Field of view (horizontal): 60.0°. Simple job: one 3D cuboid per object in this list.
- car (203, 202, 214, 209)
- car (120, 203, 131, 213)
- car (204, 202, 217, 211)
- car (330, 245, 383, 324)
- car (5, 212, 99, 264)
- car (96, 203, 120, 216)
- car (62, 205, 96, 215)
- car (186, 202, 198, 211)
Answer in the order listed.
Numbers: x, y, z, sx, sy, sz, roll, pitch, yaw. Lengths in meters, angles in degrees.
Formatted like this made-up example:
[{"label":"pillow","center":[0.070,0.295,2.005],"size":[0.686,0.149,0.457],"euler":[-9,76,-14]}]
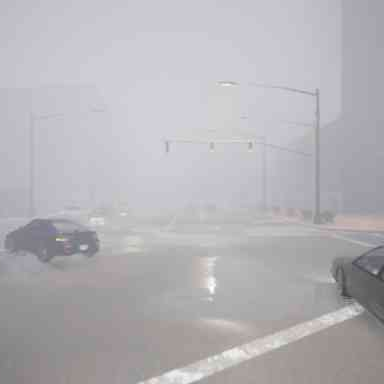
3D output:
[{"label":"car","center":[3.498,2.892,70.224],"size":[2.033,1.411,5.357],"euler":[0,-1,0]},{"label":"car","center":[-10.524,2.333,50.040],"size":[1.882,1.535,5.008],"euler":[0,-1,0]},{"label":"car","center":[3.500,2.675,60.273],"size":[1.994,1.385,4.181],"euler":[0,-1,0]},{"label":"car","center":[3.979,1.614,5.648],"size":[2.033,1.411,5.357],"euler":[0,-1,7]},{"label":"car","center":[-5.278,1.661,12.469],"size":[4.674,1.442,1.812],"euler":[-1,-1,42]},{"label":"car","center":[-10.560,2.103,39.889],"size":[2.128,1.511,4.902],"euler":[0,-1,0]},{"label":"car","center":[-10.567,1.925,30.111],"size":[1.812,1.442,4.674],"euler":[0,-1,0]},{"label":"car","center":[-0.001,2.556,58.978],"size":[1.882,1.535,5.008],"euler":[0,-1,0]}]
